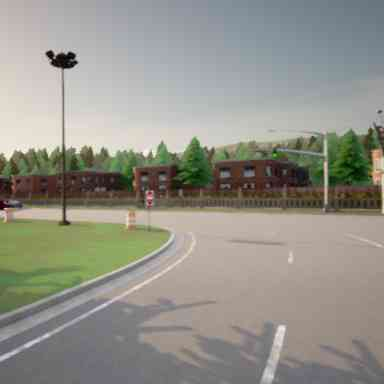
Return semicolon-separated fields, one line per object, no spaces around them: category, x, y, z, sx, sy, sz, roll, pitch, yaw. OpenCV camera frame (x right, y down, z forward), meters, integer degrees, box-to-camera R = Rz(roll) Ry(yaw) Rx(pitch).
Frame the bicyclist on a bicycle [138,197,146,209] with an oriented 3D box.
bicyclist on a bicycle;-6.852;1.565;45.847;0.582;1.620;1.656;-1;0;32

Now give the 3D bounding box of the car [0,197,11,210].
car;-31.632;1.844;52.455;5.566;2.045;2.150;-1;0;32

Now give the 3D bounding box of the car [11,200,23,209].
car;-30.184;2.140;55.681;4.674;1.442;1.812;-1;0;33
